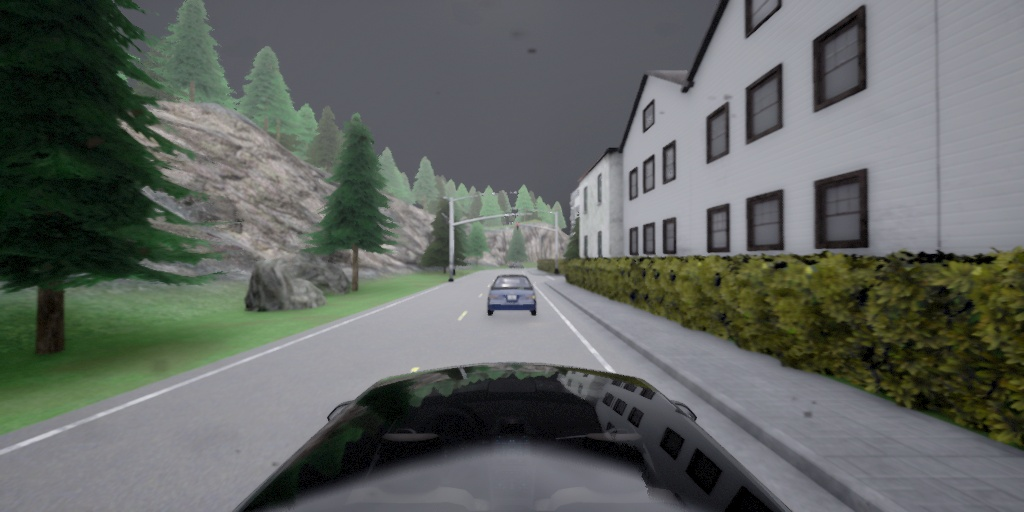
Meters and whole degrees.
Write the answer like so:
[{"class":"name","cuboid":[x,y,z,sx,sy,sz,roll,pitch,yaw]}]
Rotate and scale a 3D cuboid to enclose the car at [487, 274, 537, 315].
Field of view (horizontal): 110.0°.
[{"class":"car","cuboid":[0.007,1.436,14.348,2.033,1.411,5.357,0,-1,0]}]
